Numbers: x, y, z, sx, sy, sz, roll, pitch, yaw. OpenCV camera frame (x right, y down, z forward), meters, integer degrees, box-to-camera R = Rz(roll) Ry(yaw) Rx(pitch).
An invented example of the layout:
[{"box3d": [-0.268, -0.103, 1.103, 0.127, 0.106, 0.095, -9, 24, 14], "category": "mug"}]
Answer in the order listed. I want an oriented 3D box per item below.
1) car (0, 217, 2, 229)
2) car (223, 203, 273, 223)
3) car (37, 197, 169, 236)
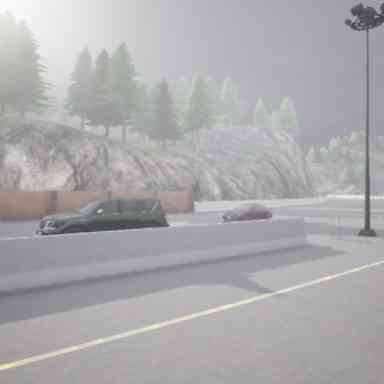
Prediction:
[{"box3d": [-12.272, 1.549, 16.811, 4.674, 1.442, 1.812, 0, 0, -36], "category": "car"}, {"box3d": [4.419, 1.593, 25.625, 4.674, 1.442, 1.812, 0, 0, -42], "category": "car"}, {"box3d": [-3.642, 1.251, 14.462, 5.566, 2.045, 2.150, 0, 0, -38], "category": "car"}]
